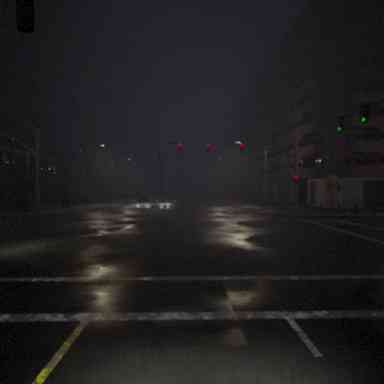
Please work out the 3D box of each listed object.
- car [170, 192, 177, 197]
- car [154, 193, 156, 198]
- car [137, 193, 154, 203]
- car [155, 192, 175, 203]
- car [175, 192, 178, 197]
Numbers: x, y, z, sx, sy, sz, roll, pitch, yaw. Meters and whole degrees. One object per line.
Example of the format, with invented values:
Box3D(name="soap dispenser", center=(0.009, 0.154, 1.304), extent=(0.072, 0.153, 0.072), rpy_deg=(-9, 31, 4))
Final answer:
Box3D(name="car", center=(-4.970, 0.697, 91.960), extent=(1.812, 1.442, 4.674), rpy_deg=(0, 1, -2))
Box3D(name="car", center=(-8.043, 0.855, 71.433), extent=(1.812, 1.442, 4.674), rpy_deg=(0, 1, -1))
Box3D(name="car", center=(-7.876, 1.105, 55.094), extent=(1.895, 1.301, 4.718), rpy_deg=(0, 1, -1))
Box3D(name="car", center=(-4.373, 0.997, 54.920), extent=(2.128, 1.511, 4.902), rpy_deg=(0, 1, -1))
Box3D(name="car", center=(-4.541, 0.929, 71.322), extent=(1.895, 1.301, 4.718), rpy_deg=(0, 1, -1))
